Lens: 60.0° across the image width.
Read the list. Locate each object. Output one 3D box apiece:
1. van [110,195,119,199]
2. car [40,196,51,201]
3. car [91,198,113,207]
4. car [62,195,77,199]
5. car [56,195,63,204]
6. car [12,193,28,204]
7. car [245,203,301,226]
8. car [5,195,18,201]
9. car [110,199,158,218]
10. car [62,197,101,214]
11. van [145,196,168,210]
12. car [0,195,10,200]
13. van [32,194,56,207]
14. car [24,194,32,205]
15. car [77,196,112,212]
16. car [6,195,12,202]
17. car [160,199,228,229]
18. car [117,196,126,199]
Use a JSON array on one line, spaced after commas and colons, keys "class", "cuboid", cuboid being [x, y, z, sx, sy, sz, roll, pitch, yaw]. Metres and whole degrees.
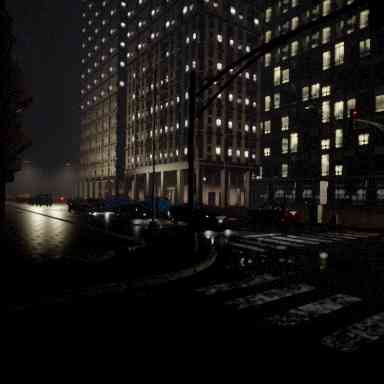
[{"class": "van", "cuboid": [-10.681, 1.367, 46.915, 1.690, 1.788, 3.998, 1, -1, -35]}, {"class": "car", "cuboid": [-36.870, 1.569, 83.741, 1.802, 1.307, 4.206, 1, -1, -35]}, {"class": "car", "cuboid": [-13.958, 1.585, 51.516, 1.947, 1.339, 4.313, 1, -1, -35]}, {"class": "car", "cuboid": [-18.985, 1.455, 54.119, 2.128, 1.511, 4.902, 1, -1, -35]}, {"class": "car", "cuboid": [-24.973, 1.306, 62.545, 2.097, 1.767, 4.553, 1, -1, -35]}, {"class": "car", "cuboid": [-30.602, 1.154, 60.475, 2.192, 1.841, 5.009, 1, -1, -35]}, {"class": "car", "cuboid": [5.683, 1.504, 23.895, 1.967, 1.590, 4.097, 1, -1, -35]}, {"class": "car", "cuboid": [-40.424, 1.377, 74.283, 2.008, 1.369, 4.403, 1, -1, -35]}, {"class": "car", "cuboid": [-5.159, 1.536, 29.149, 1.895, 1.301, 4.718, 1, -1, -35]}, {"class": "car", "cuboid": [-10.968, 1.426, 32.850, 2.008, 1.369, 4.403, 1, -1, -35]}, {"class": "van", "cuboid": [-4.135, 1.381, 37.707, 1.690, 1.788, 3.998, 1, -1, -35]}, {"class": "car", "cuboid": [-46.874, 1.365, 83.354, 1.752, 1.417, 4.829, 1, -1, -35]}, {"class": "van", "cuboid": [-20.783, 1.196, 46.663, 1.690, 1.788, 3.998, 1, -1, -35]}, {"class": "car", "cuboid": [-24.060, 1.431, 51.265, 1.802, 1.307, 4.206, 1, -1, -35]}, {"class": "car", "cuboid": [-11.078, 1.426, 37.490, 1.837, 1.490, 4.892, 1, -1, -35]}, {"class": "car", "cuboid": [-37.152, 1.396, 69.680, 1.947, 1.339, 4.313, 1, -1, -35]}, {"class": "car", "cuboid": [0.264, 1.440, 21.524, 2.128, 1.511, 4.902, 1, -1, -35]}, {"class": "car", "cuboid": [-7.412, 1.583, 42.309, 2.008, 1.369, 4.403, 1, -1, -35]}]
